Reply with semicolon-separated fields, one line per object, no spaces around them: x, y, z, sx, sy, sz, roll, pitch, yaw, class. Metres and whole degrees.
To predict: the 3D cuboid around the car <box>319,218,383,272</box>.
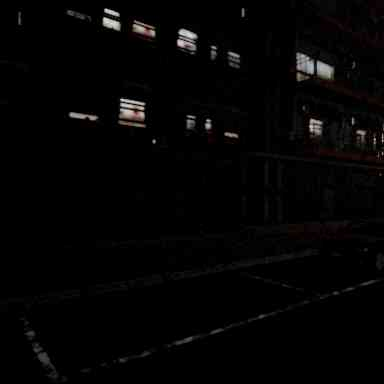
5.947;1.542;10.795;4.507;1.381;1.887;0;1;-36;car
